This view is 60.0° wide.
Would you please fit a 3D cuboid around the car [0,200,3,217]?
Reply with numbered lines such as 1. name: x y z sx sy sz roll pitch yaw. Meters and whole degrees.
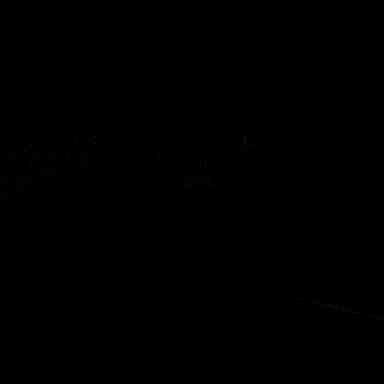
1. car: -18.209 1.297 29.416 2.150 2.045 5.566 1 -1 -26
